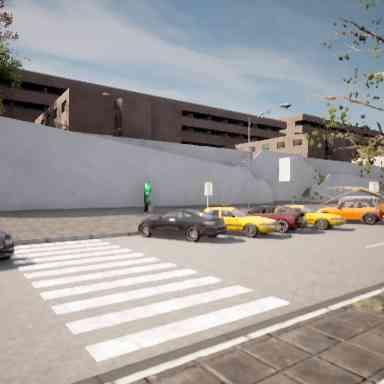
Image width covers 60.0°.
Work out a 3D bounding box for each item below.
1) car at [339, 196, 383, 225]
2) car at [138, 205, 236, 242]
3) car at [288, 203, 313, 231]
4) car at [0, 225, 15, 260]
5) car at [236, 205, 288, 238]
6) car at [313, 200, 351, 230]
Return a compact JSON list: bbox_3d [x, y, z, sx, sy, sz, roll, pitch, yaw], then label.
[{"bbox_3d":[11.628,1.417,24.876,4.553,1.767,2.185,-1,-1,34],"label":"car"},{"bbox_3d":[-0.542,1.528,16.236,4.674,1.452,2.002,-1,-1,35],"label":"car"},{"bbox_3d":[4.289,1.540,19.714,4.792,1.488,2.163,-1,-1,35],"label":"car"},{"bbox_3d":[-7.832,1.476,11.060,4.892,1.521,2.231,-1,-1,34],"label":"car"},{"bbox_3d":[2.039,1.492,17.867,5.366,1.575,1.946,-1,-1,35],"label":"car"},{"bbox_3d":[6.899,1.517,21.328,5.366,1.575,1.946,-1,-1,35],"label":"car"}]
